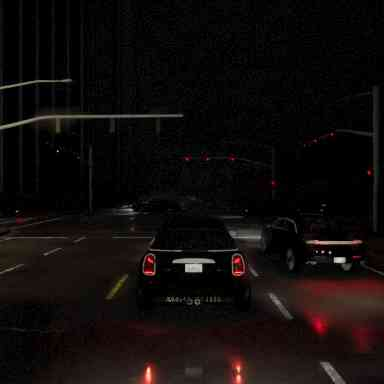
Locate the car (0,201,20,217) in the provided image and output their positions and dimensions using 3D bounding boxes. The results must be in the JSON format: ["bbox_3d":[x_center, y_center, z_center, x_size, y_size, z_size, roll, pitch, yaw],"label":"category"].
[{"bbox_3d":[-18.747,1.560,30.995,4.892,1.490,1.837,0,0,0],"label":"car"}]

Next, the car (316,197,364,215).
[{"bbox_3d":[15.293,1.409,34.652,4.553,1.767,2.097,0,0,0],"label":"car"}]

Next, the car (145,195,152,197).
[{"bbox_3d":[-7.185,1.526,46.455,1.812,1.442,4.674,0,0,0],"label":"car"}]

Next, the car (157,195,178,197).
[{"bbox_3d":[-3.689,1.547,50.777,2.033,1.411,5.357,0,0,0],"label":"car"}]

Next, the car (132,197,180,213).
[{"bbox_3d":[-3.611,1.537,34.559,4.892,1.490,1.837,0,0,0],"label":"car"}]

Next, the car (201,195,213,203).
[{"bbox_3d":[3.461,1.505,69.642,1.837,1.490,4.892,0,0,0],"label":"car"}]

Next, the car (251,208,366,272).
[{"bbox_3d":[3.598,1.492,10.763,2.128,1.511,4.902,0,0,-3],"label":"car"}]

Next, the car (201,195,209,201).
[{"bbox_3d":[3.326,1.478,87.950,1.882,1.535,5.008,0,0,0],"label":"car"}]

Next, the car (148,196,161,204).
[{"bbox_3d":[-7.177,1.526,64.154,1.812,1.442,4.674,0,0,0],"label":"car"}]

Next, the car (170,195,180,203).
[{"bbox_3d":[-3.639,1.500,70.490,1.837,1.490,4.892,0,0,0],"label":"car"}]

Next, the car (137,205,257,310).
[{"bbox_3d":[0.042,1.352,7.953,2.097,1.767,4.553,0,0,0],"label":"car"}]

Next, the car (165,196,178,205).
[{"bbox_3d":[-3.690,1.491,60.279,2.128,1.511,4.902,0,0,0],"label":"car"}]

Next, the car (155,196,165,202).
[{"bbox_3d":[-7.146,1.594,74.197,1.895,1.301,4.718,0,0,0],"label":"car"}]

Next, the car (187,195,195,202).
[{"bbox_3d":[-0.153,1.478,77.866,1.882,1.535,5.008,0,0,0],"label":"car"}]

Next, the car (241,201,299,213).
[{"bbox_3d":[7.173,1.578,30.541,5.357,1.411,2.033,0,0,-9],"label":"car"}]
